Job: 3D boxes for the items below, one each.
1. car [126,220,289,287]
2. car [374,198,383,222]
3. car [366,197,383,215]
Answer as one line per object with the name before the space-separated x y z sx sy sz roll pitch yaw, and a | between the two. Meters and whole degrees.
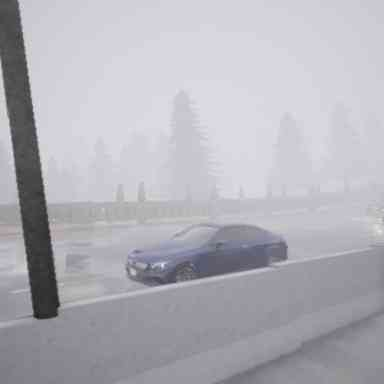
car | 0.596 1.502 8.711 4.674 1.442 1.812 0 0 -35
car | 15.174 1.312 23.391 5.008 1.535 1.882 -2 1 -35
car | 17.138 1.166 29.085 4.902 1.511 2.128 -3 2 -35
